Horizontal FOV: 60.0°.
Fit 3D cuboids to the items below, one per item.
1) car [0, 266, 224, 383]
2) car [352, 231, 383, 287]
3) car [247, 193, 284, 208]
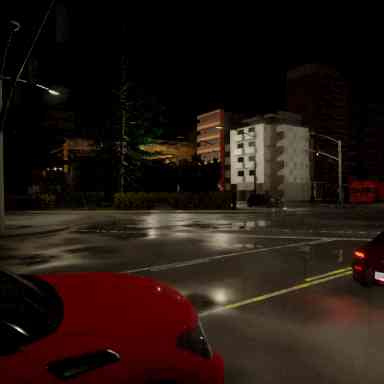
[{"bbox_3d":[-2.376,1.220,2.044,5.566,2.045,2.150,0,0,-35],"label":"car"},{"bbox_3d":[5.544,1.433,7.715,4.674,1.442,1.812,-1,1,-35],"label":"car"},{"bbox_3d":[8.616,0.943,39.342,2.097,1.767,4.553,-1,1,-35],"label":"car"}]
